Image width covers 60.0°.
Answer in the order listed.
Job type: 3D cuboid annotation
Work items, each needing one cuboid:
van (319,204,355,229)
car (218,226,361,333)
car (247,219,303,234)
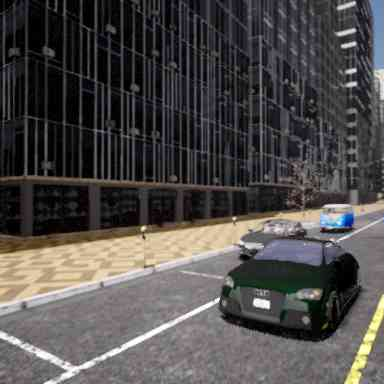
[{"bbox_3d":[9.955,1.744,22.738,1.690,1.788,3.998,-1,-1,35],"label":"van"},{"bbox_3d":[2.300,1.700,7.177,1.994,1.385,4.181,-1,-1,35],"label":"car"},{"bbox_3d":[3.407,1.802,13.422,2.008,1.369,4.403,-1,-1,35],"label":"car"}]
